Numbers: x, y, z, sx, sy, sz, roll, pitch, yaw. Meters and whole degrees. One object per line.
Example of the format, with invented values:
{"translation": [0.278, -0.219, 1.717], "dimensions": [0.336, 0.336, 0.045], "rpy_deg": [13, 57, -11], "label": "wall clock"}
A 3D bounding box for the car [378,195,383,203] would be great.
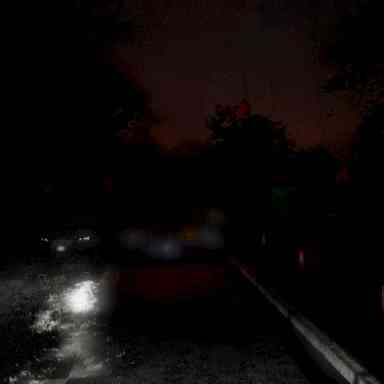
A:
{"translation": [48.575, 1.664, 81.175], "dimensions": [5.566, 2.045, 2.435], "rpy_deg": [-1, -2, 33], "label": "car"}

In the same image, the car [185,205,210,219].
{"translation": [0.297, 1.725, 28.132], "dimensions": [1.895, 1.301, 4.718], "rpy_deg": [-1, -1, 18], "label": "car"}

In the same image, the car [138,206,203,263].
{"translation": [-0.877, 1.509, 12.245], "dimensions": [1.882, 1.535, 5.008], "rpy_deg": [0, 0, -4], "label": "car"}

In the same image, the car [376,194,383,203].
{"translation": [45.636, 1.548, 76.572], "dimensions": [5.566, 2.045, 2.435], "rpy_deg": [-1, -2, 33], "label": "car"}

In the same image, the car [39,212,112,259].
{"translation": [-4.360, 1.553, 13.051], "dimensions": [2.128, 1.511, 4.902], "rpy_deg": [0, 0, -5], "label": "car"}
